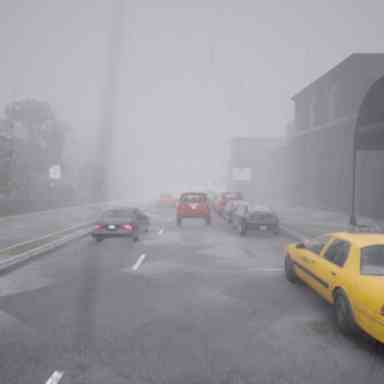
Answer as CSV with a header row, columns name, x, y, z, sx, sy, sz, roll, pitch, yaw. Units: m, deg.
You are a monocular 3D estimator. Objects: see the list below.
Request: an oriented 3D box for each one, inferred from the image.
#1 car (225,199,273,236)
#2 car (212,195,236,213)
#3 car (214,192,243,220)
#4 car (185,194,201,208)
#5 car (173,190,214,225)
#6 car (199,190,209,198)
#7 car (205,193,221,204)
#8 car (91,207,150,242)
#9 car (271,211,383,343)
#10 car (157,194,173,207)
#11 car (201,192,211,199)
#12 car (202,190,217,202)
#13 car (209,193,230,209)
name,x,y,z,sx,sy,sz,roll,pitch,yaw
car,3.213,1.327,17.402,2.231,1.521,4.892,0,1,0
car,3.199,1.176,34.294,1.946,1.575,5.366,0,0,0
car,3.204,0.977,28.609,2.435,2.045,5.566,0,0,0
car,0.068,1.113,41.553,1.882,1.535,5.008,0,1,0
car,0.086,1.019,22.633,2.150,2.045,5.566,0,0,0
car,3.149,0.447,89.257,2.435,2.045,5.566,0,0,0
car,3.239,1.023,52.215,2.231,1.521,4.892,0,0,1
car,-3.162,1.410,15.618,2.033,1.411,5.357,0,1,0
car,3.224,1.418,6.544,1.946,1.575,5.366,0,1,0
car,-3.184,0.983,42.151,2.097,1.767,4.553,0,1,0
car,3.164,0.824,78.213,2.163,1.488,4.792,0,1,0
car,3.175,0.688,61.633,2.435,2.045,5.566,0,0,0
car,3.194,1.007,39.601,2.185,1.767,4.553,0,0,0
